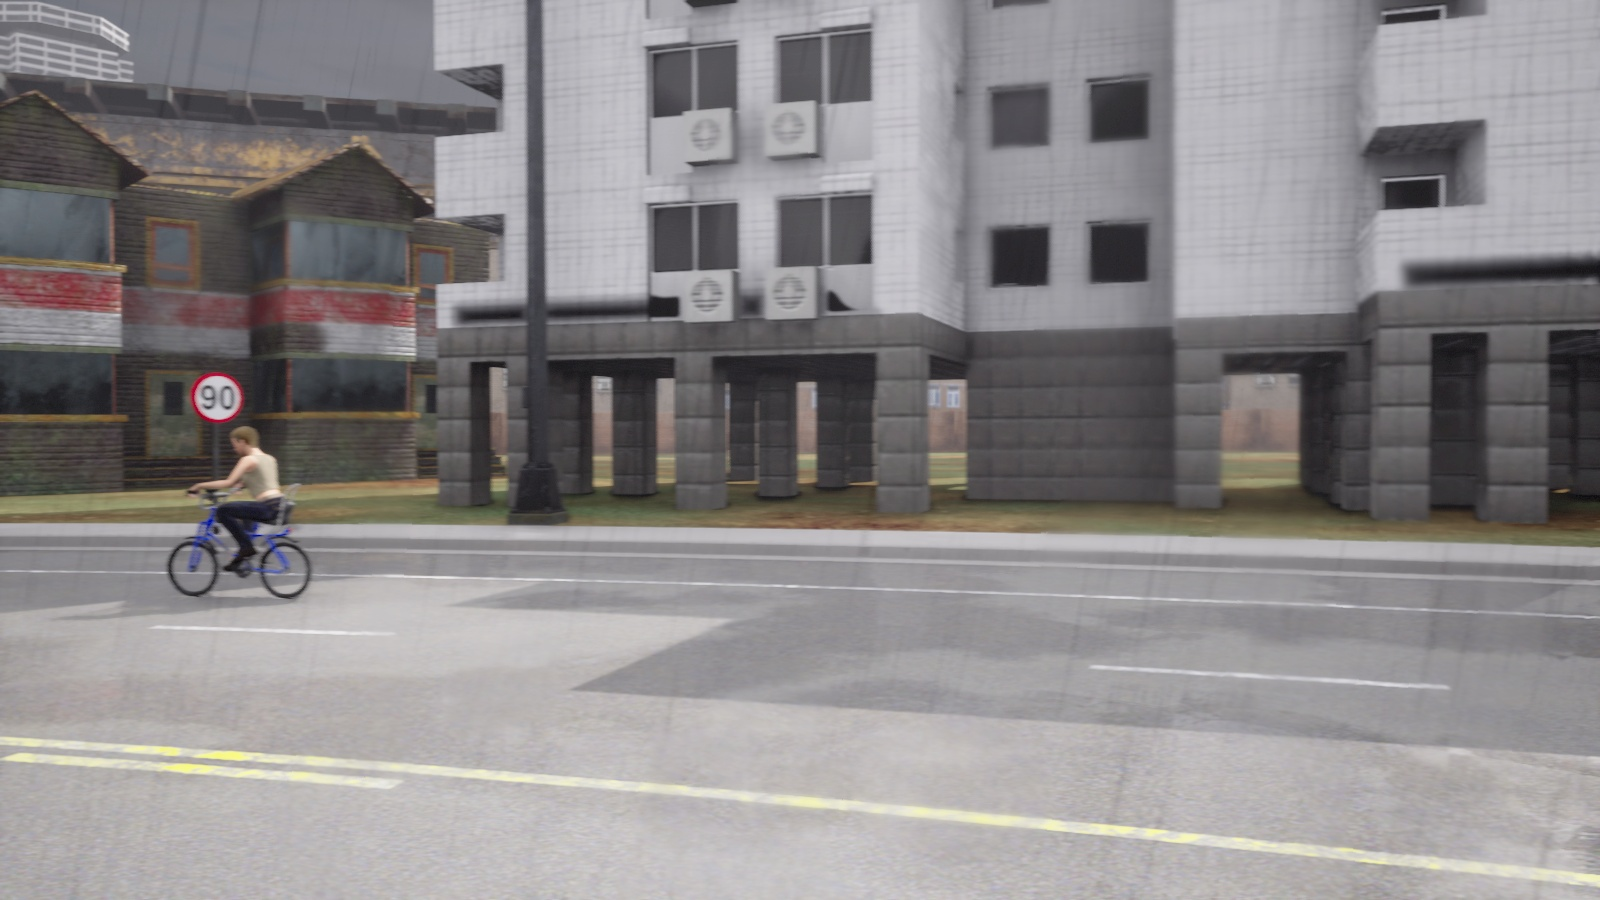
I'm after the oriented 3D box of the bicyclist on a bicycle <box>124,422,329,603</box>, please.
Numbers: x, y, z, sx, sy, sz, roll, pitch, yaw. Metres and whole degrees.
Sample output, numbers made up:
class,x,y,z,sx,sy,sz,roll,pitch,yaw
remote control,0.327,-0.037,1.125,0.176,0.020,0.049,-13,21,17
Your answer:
class,x,y,z,sx,sy,sz,roll,pitch,yaw
bicyclist on a bicycle,-5.337,0.545,11.750,1.509,1.612,0.866,0,1,10
